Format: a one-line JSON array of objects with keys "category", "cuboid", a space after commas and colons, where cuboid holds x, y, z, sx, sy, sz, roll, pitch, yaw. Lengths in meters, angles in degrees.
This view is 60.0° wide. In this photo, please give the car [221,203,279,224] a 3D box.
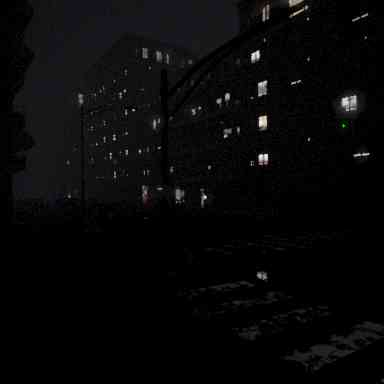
[{"category": "car", "cuboid": [4.102, 1.497, 24.459, 1.752, 1.417, 4.829, -1, 1, -36]}]

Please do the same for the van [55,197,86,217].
[{"category": "van", "cuboid": [-12.277, 1.482, 32.947, 1.690, 1.788, 3.998, -1, 1, -36]}]

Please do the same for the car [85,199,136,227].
[{"category": "car", "cuboid": [-5.836, 1.552, 23.947, 1.967, 1.590, 4.097, -1, 1, -36]}]

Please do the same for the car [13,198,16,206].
[{"category": "car", "cuboid": [-31.595, 1.781, 59.955, 1.887, 1.381, 4.507, -1, 1, -36]}]

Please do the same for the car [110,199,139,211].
[{"category": "car", "cuboid": [-8.679, 1.580, 42.325, 2.008, 1.369, 4.403, -1, 1, -36]}]

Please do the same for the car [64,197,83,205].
[{"category": "car", "cuboid": [-21.559, 1.644, 60.329, 2.008, 1.369, 4.403, -1, 1, -36]}]

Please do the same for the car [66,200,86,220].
[{"category": "car", "cuboid": [-8.956, 1.651, 28.309, 1.752, 1.417, 4.829, -1, 1, -36]}]

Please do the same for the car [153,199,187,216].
[{"category": "car", "cuboid": [-2.241, 1.440, 33.322, 1.967, 1.590, 4.097, -1, 1, -36]}]

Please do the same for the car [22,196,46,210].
[{"category": "car", "cuboid": [-21.936, 1.627, 46.451, 1.967, 1.590, 4.097, -1, 1, -36]}]

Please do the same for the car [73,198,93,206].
[{"category": "car", "cuboid": [-18.339, 1.642, 55.828, 1.947, 1.339, 4.313, -1, 1, -36]}]

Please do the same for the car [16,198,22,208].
[{"category": "car", "cuboid": [-25.154, 1.769, 50.953, 1.947, 1.339, 4.313, -1, 1, -36]}]

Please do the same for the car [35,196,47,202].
[{"category": "car", "cuboid": [-37.659, 1.726, 82.835, 1.887, 1.381, 4.507, -1, 1, -36]}]

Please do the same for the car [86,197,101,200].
[{"category": "car", "cuboid": [-15.121, 1.500, 51.326, 1.967, 1.590, 4.097, -1, 1, -36]}]
